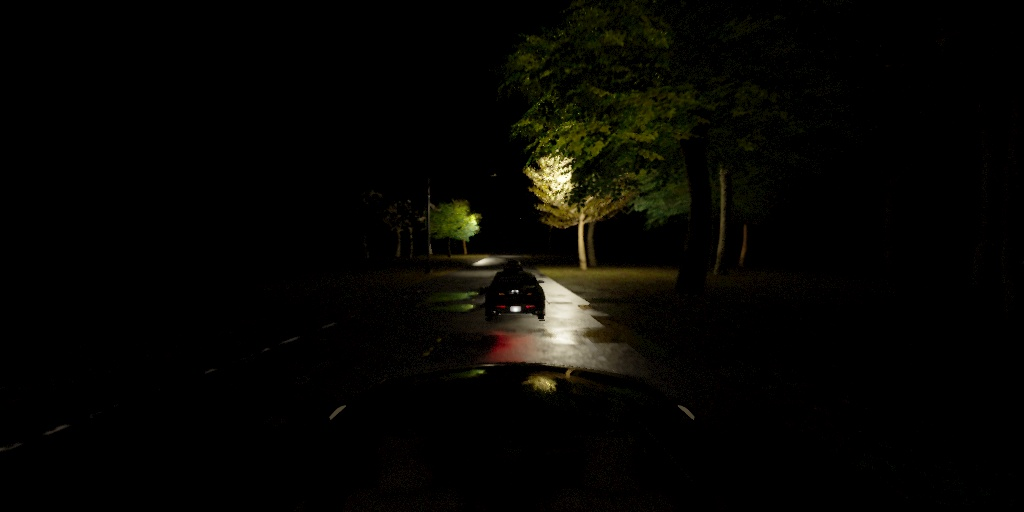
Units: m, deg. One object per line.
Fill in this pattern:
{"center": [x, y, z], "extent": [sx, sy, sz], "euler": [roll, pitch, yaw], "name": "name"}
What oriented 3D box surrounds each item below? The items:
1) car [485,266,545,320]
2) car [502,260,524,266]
{"center": [0.103, 1.255, 12.581], "extent": [1.837, 1.490, 4.892], "euler": [0, 0, 0], "name": "car"}
{"center": [0.109, 1.158, 34.828], "extent": [1.837, 1.490, 4.892], "euler": [0, 1, 0], "name": "car"}
